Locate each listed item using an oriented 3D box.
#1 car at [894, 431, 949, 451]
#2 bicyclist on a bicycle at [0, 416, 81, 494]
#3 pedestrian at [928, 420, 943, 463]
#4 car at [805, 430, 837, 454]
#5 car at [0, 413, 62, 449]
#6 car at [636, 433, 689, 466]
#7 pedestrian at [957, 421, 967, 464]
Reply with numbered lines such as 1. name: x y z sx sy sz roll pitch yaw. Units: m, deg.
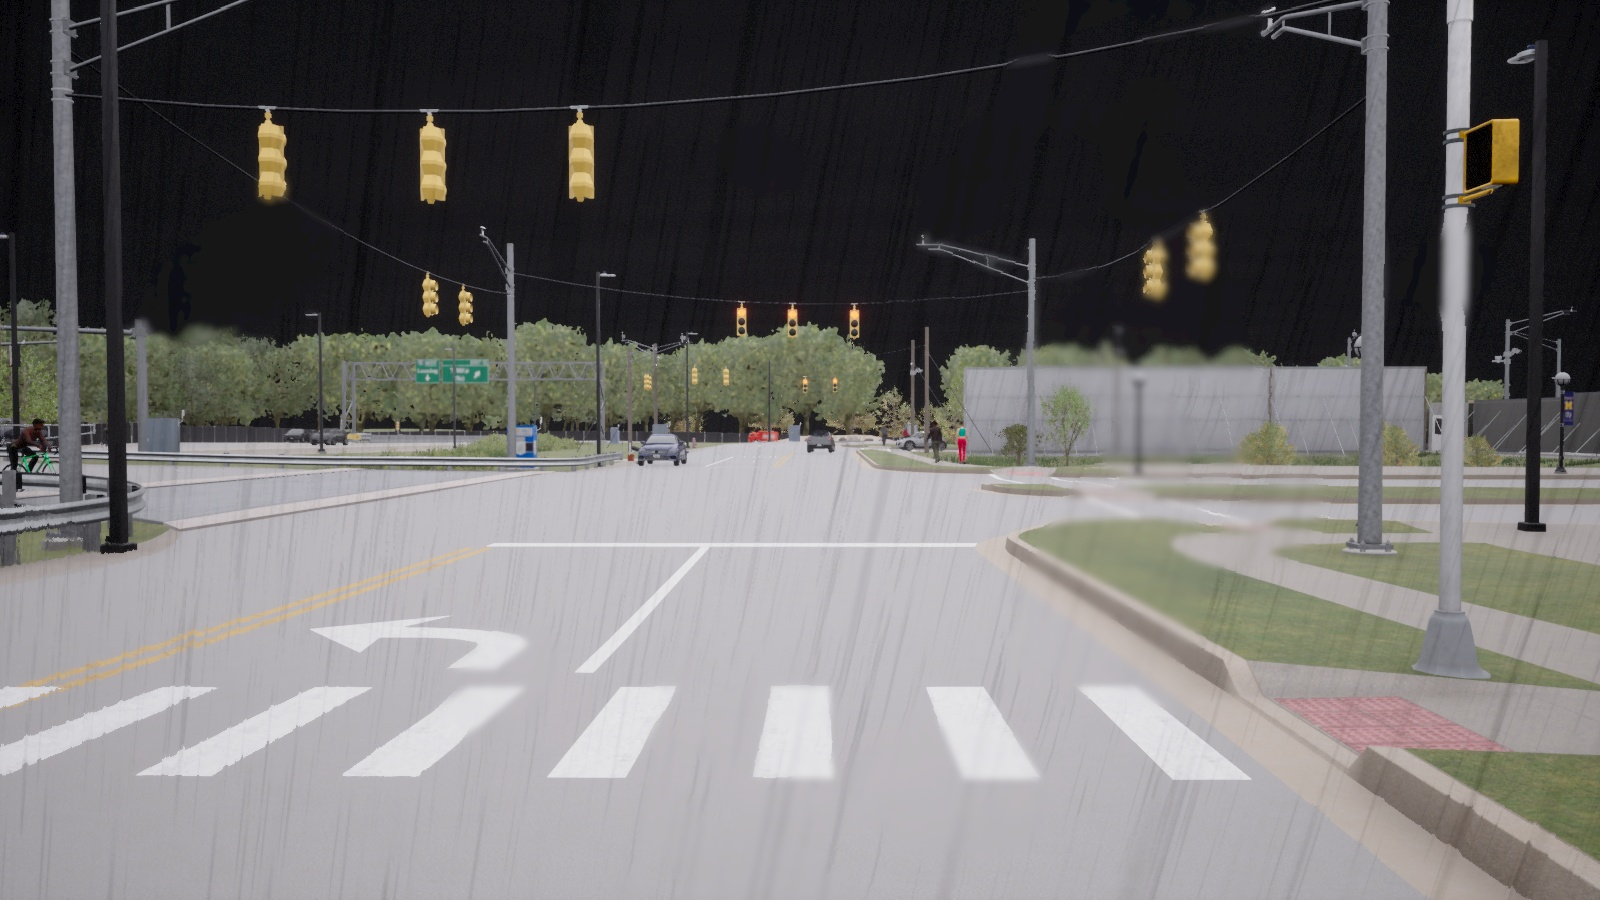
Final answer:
1. car: 9.383 -0.709 97.242 3.806 1.475 1.970 1 2 -9
2. bicyclist on a bicycle: -16.782 0.110 27.554 1.656 1.620 0.582 -3 0 8
3. pedestrian: 5.869 -0.358 54.369 0.431 1.840 0.703 0 2 -10
4. car: 1.420 -0.557 83.866 1.845 1.501 3.633 0 1 5
5. car: -37.354 -0.898 59.184 2.152 1.651 5.027 0 1 1
6. car: -6.298 -0.042 57.913 1.812 1.442 4.674 0 1 1
7. pedestrian: 6.933 -0.328 53.771 0.345 1.836 0.594 0 2 1
